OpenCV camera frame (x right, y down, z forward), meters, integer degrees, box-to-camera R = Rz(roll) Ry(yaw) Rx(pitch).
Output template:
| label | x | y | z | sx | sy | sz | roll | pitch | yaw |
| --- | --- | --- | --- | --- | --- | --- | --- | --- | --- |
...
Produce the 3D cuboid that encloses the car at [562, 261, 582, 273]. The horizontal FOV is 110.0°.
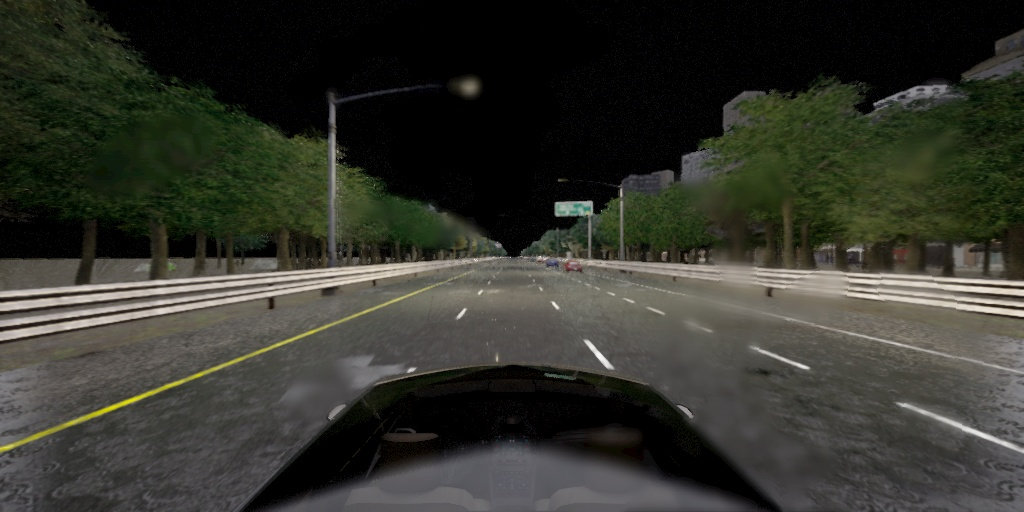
| label | x | y | z | sx | sy | sz | roll | pitch | yaw |
| --- | --- | --- | --- | --- | --- | --- | --- | --- | --- |
| car | 7.086 | 1.278 | 42.337 | 1.812 | 1.442 | 4.674 | 0 | 0 | 0 |
